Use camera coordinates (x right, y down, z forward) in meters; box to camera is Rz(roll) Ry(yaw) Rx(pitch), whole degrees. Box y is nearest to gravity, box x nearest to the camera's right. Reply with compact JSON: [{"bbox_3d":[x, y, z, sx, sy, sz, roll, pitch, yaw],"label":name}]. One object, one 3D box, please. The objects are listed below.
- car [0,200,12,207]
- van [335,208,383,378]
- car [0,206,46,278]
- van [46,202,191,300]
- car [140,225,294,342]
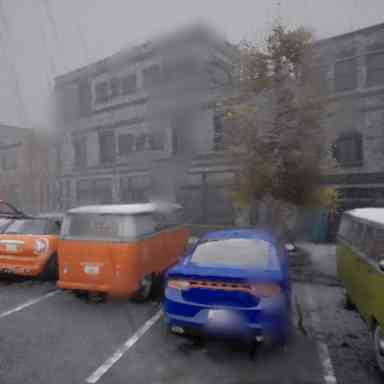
[{"bbox_3d":[-8.559,1.290,13.565,2.435,2.045,5.566,0,-1,15],"label":"car"},{"bbox_3d":[3.364,1.259,4.923,1.878,1.987,4.442,0,-1,15],"label":"van"},{"bbox_3d":[-3.793,1.388,10.106,2.185,1.767,4.553,0,-1,15],"label":"car"},{"bbox_3d":[-1.365,1.280,8.550,1.878,1.987,4.442,0,-1,15],"label":"van"},{"bbox_3d":[0.994,1.494,6.728,2.097,1.535,5.008,0,-1,15],"label":"car"}]
